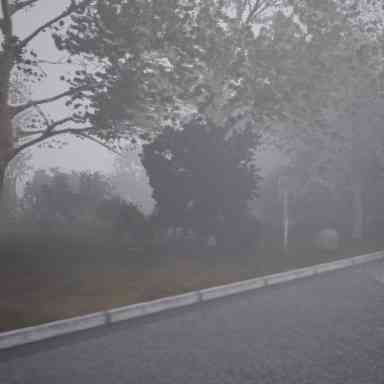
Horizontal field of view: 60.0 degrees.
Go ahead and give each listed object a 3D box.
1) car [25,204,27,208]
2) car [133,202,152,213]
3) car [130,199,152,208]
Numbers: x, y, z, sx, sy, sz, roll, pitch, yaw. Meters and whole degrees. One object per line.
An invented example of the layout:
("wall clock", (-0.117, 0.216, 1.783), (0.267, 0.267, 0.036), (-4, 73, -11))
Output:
("car", (-19.774, 2.306, 40.712), (2.097, 1.535, 5.008), (0, 0, -36))
("car", (-8.380, 2.293, 48.642), (1.946, 1.575, 5.366), (0, 0, -36))
("car", (-9.823, 2.265, 63.911), (2.231, 1.521, 4.892), (0, 0, -36))
